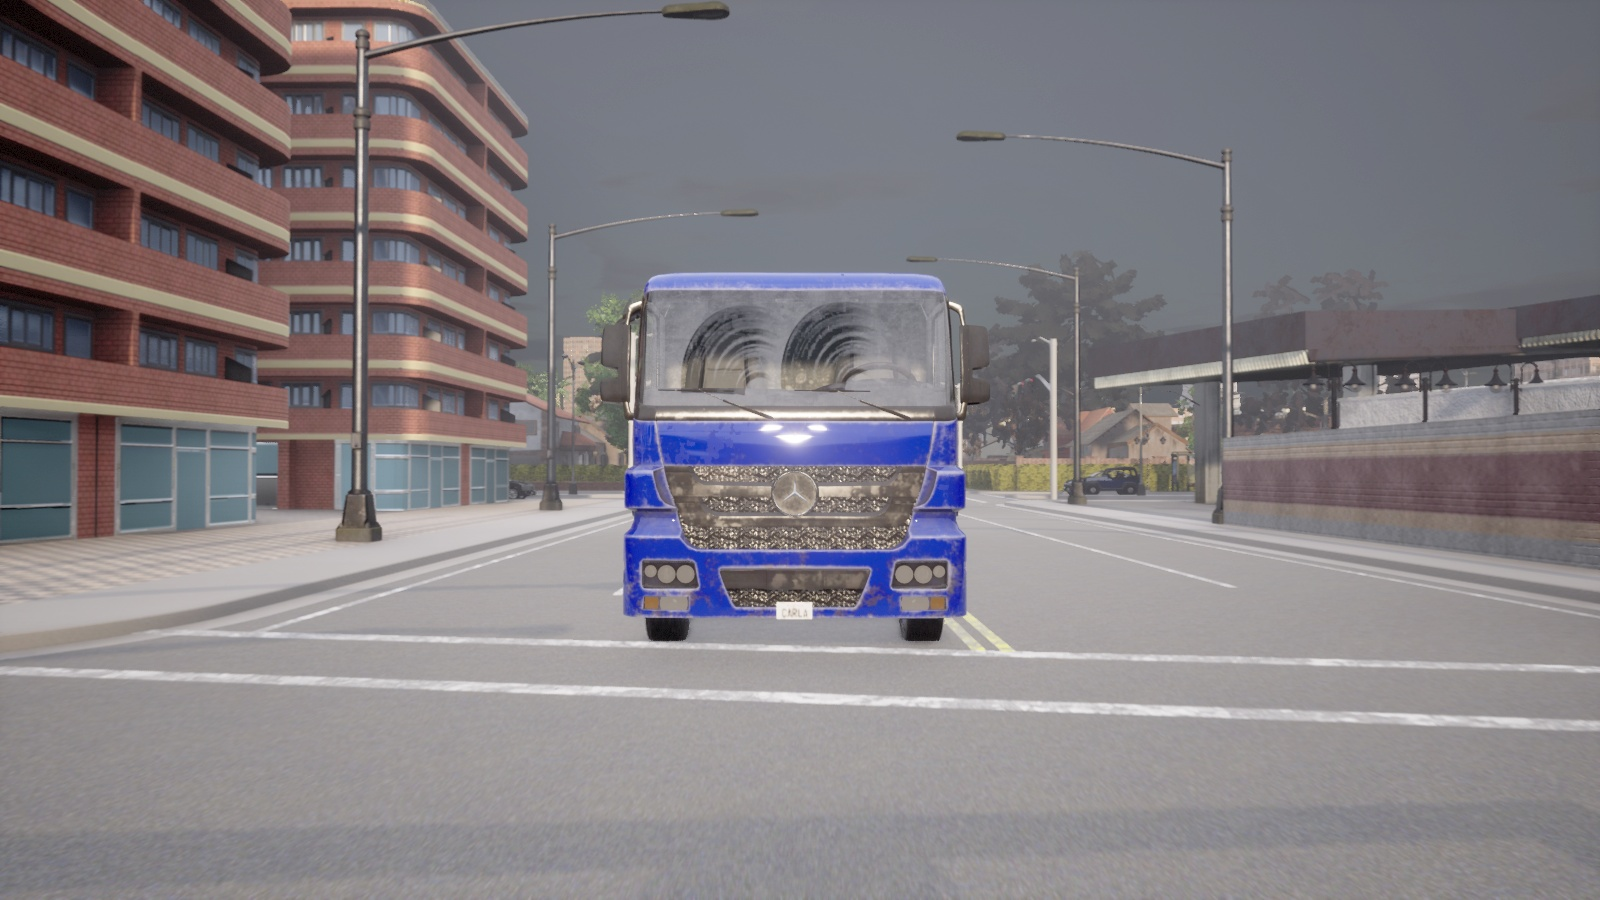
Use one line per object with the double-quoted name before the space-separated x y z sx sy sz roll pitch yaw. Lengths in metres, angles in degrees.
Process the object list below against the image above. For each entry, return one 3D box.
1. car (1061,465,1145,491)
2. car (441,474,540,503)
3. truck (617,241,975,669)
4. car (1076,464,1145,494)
"car" 19.860 1.856 82.422 5.027 1.651 2.152 0 -1 0
"car" -16.738 2.084 68.043 4.892 1.490 1.837 0 -1 2
"truck" -0.050 0.098 14.187 2.891 3.462 7.936 0 -1 0
"car" 19.507 1.817 78.904 3.866 1.878 1.905 0 -1 1
